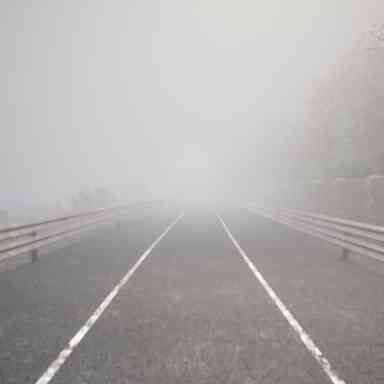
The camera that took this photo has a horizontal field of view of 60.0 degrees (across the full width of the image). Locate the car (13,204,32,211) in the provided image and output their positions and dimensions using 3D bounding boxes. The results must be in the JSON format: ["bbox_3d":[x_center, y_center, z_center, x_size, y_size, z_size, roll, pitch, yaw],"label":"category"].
[{"bbox_3d":[-34.855,3.195,69.307,2.128,1.511,4.902,2,4,17],"label":"car"}]

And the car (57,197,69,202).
[{"bbox_3d":[-33.580,2.101,85.522,1.994,1.385,4.181,2,4,17],"label":"car"}]
